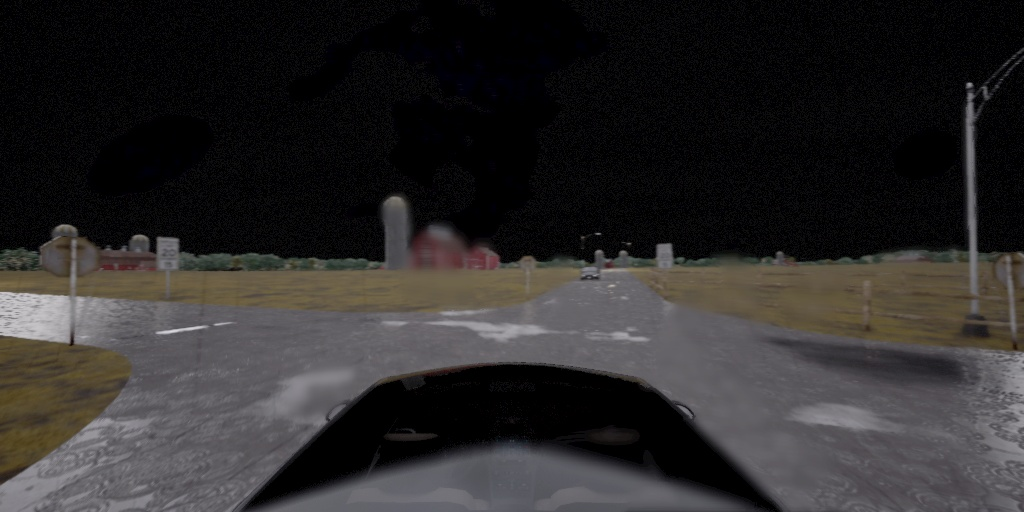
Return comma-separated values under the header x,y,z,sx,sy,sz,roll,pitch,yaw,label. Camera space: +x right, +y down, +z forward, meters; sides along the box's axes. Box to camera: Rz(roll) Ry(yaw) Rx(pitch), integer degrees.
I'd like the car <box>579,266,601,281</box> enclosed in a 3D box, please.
x,y,z,sx,sy,sz,roll,pitch,yaw,label
7.940,1.783,36.226,1.837,1.490,4.892,-2,-1,16,car
